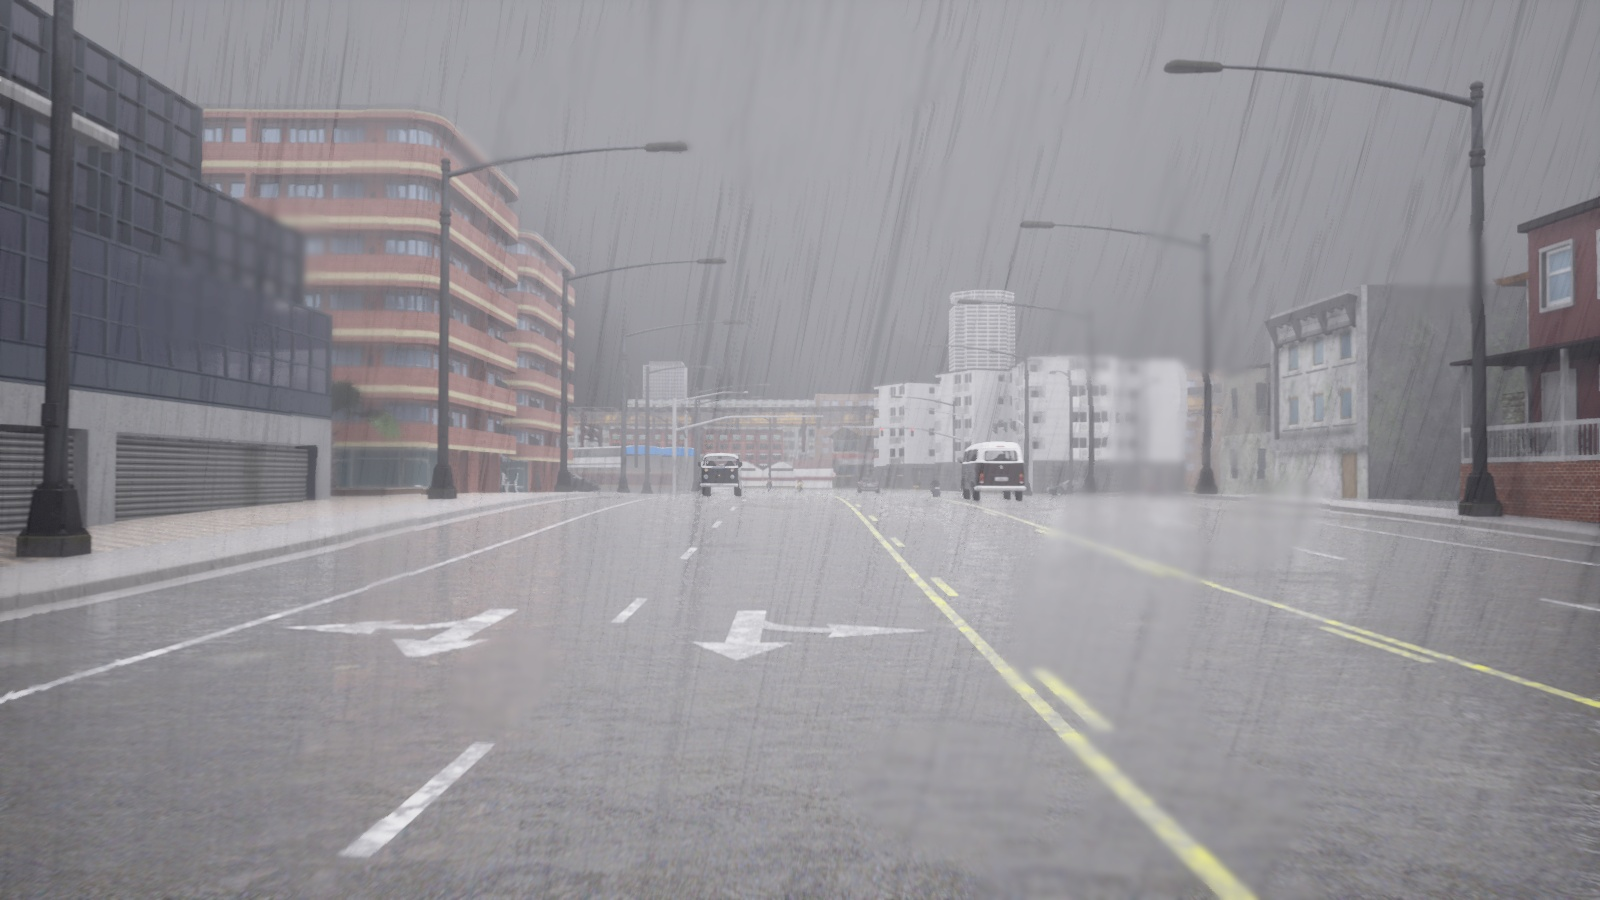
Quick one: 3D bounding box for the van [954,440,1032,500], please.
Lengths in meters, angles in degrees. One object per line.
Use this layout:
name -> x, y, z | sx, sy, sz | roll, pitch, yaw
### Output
van -> 6.863, 0.718, 45.090 | 2.069, 2.038, 4.480 | 0, -1, 0

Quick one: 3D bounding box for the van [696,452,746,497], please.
van -> -3.678, 1.188, 59.346 | 2.069, 2.038, 4.480 | 0, -2, 0
